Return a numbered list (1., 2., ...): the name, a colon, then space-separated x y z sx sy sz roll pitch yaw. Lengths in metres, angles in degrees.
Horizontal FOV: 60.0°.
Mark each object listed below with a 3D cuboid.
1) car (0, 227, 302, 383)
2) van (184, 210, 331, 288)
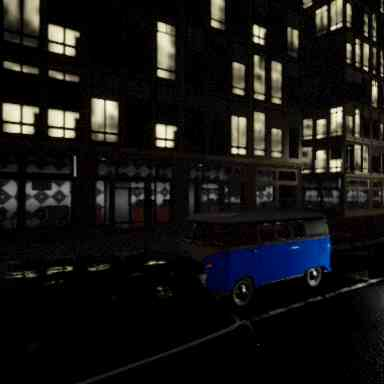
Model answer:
1. car: -1.582 1.352 2.246 4.553 1.767 2.097 0 0 -36
2. van: 1.461 1.331 7.595 3.998 1.788 1.690 0 0 -36
